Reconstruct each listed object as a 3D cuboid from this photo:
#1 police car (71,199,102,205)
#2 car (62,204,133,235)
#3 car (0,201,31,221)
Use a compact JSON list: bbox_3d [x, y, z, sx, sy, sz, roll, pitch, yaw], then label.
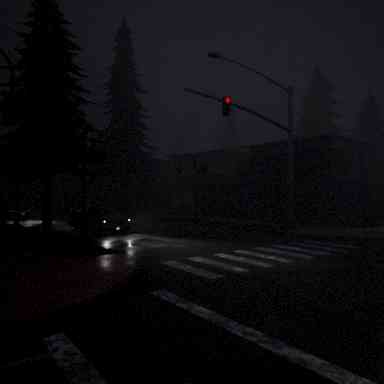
[{"bbox_3d":[-8.397,1.407,26.209,5.238,1.638,1.930,0,-1,39],"label":"police car"},{"bbox_3d":[-5.342,1.582,18.826,1.895,1.301,4.718,0,0,-43],"label":"car"},{"bbox_3d":[-15.178,1.473,27.327,4.902,1.511,2.128,0,0,34],"label":"car"}]
